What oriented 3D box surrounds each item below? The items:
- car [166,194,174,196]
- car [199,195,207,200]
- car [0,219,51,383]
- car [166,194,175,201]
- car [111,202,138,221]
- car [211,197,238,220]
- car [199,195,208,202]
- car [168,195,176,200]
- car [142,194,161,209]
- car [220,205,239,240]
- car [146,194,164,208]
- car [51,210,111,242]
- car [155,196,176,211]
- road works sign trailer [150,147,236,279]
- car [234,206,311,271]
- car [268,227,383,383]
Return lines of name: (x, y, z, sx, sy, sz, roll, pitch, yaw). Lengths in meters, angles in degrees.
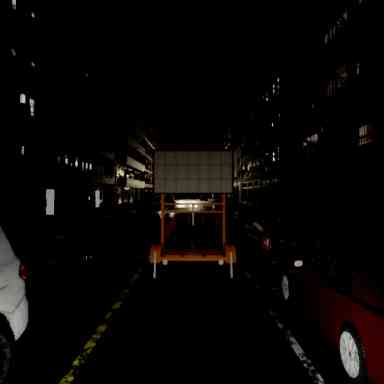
car: (-5.515, 1.292, 78.516, 2.192, 1.841, 5.009, 0, 0, 0)
car: (2.890, 1.515, 89.766, 1.887, 1.381, 4.507, 0, 0, 0)
car: (-3.096, 1.221, 1.882, 2.150, 2.045, 5.566, 0, 0, 0)
car: (-5.503, 1.414, 84.152, 1.967, 1.590, 4.097, 0, 0, 0)
car: (-5.628, 1.522, 27.618, 1.752, 1.417, 4.829, 0, 0, 0)
car: (2.754, 1.312, 27.766, 2.192, 1.841, 5.009, 0, 0, 0)
car: (2.865, 1.502, 78.664, 1.752, 1.417, 4.829, 0, 0, 0)
car: (-5.491, 1.515, 89.789, 1.887, 1.381, 4.507, 0, 0, 0)
car: (-5.591, 1.432, 44.698, 1.967, 1.590, 4.097, 0, 0, 0)
car: (2.728, 1.550, 16.493, 2.008, 1.369, 4.403, 0, 0, 0)
car: (-5.577, 1.305, 50.335, 2.192, 1.841, 5.009, 0, 0, 0)
car: (-5.653, 1.565, 16.515, 1.947, 1.339, 4.313, 0, 0, 0)
car: (-3.010, 1.540, 41.371, 2.033, 1.411, 5.357, 0, 0, 0)
road works sign trailer: (0.037, 0.464, 10.013, 2.380, 3.560, 2.880, 0, 0, 0)
car: (2.716, 1.440, 10.858, 1.967, 1.590, 4.097, 0, 0, 0)
car: (2.703, 1.545, 5.221, 1.887, 1.381, 4.507, 0, 0, 0)
